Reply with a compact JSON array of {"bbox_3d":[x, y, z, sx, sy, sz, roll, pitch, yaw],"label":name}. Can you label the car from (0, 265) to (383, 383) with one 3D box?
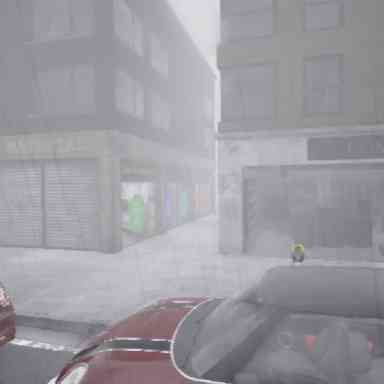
[{"bbox_3d":[0.897,1.356,2.604,4.097,1.590,1.967,0,1,16],"label":"car"}]
